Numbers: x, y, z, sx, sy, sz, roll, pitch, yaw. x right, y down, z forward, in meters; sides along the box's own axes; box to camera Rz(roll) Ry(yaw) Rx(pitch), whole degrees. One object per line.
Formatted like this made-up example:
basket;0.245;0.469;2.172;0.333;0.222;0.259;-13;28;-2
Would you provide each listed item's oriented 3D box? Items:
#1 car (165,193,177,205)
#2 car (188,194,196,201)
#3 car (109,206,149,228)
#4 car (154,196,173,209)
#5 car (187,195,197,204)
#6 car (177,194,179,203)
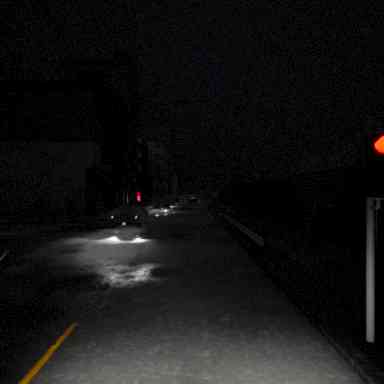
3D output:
car;-4.052;1.352;55.461;2.097;1.767;4.553;0;0;0
car;0.044;1.310;76.733;1.882;1.535;5.008;0;0;0
car;-4.081;1.601;22.176;1.895;1.301;4.718;0;0;0
car;-4.066;1.564;45.730;1.994;1.385;4.181;0;0;0
car;0.040;1.491;66.313;2.128;1.511;4.902;0;0;0
car;-3.959;1.223;69.430;2.150;2.045;5.566;0;0;0
